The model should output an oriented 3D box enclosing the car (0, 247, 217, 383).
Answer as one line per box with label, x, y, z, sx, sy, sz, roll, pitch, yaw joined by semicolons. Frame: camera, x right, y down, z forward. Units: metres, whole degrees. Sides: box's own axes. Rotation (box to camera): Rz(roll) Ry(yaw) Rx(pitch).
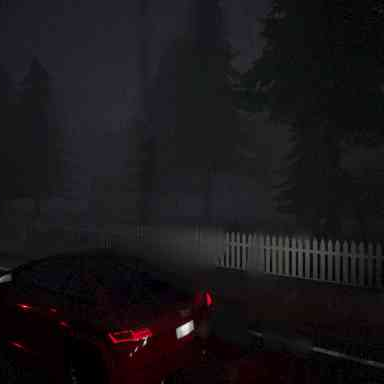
car;-1.727;1.564;5.008;4.181;1.385;1.994;0;0;35
